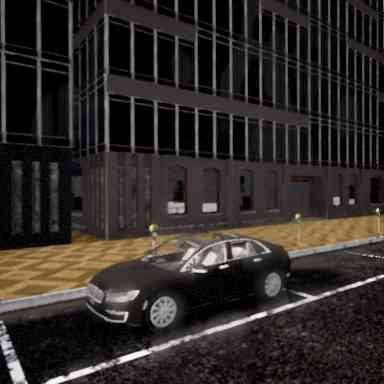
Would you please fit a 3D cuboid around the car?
[{"bbox_3d":[0.162,1.530,6.687,4.403,1.369,2.008,0,0,-36],"label":"car"}]
